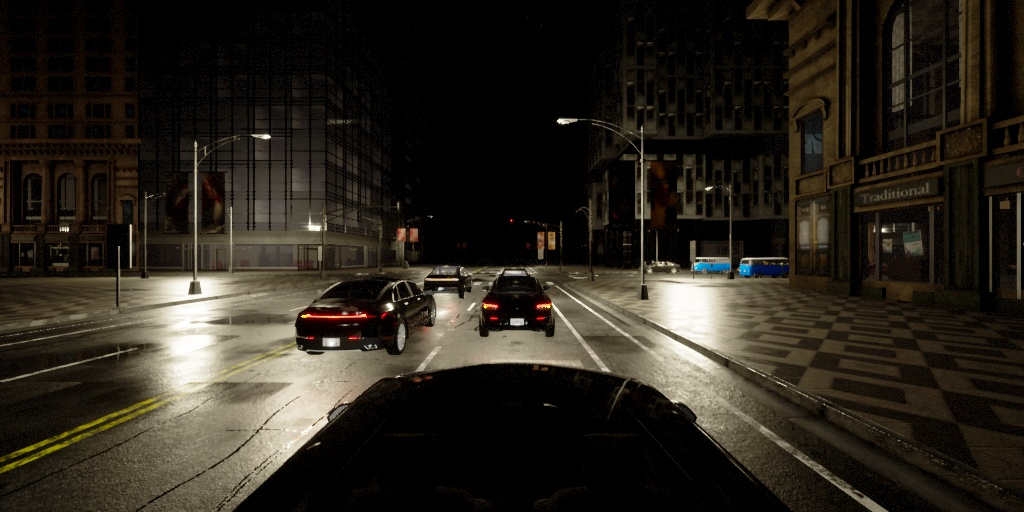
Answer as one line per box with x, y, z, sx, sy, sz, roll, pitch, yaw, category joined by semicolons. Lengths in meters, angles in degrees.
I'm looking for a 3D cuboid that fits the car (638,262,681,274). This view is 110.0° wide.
15.985;1.264;38.898;4.403;1.370;2.007;0;0;0;car

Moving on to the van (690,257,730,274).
21.604;1.043;38.857;3.998;1.789;1.690;0;0;0;van

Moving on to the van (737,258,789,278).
21.544;1.032;30.332;3.998;1.789;1.690;0;0;0;van

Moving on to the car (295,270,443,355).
-3.133;1.255;8.653;1.837;1.490;4.892;0;0;0;car

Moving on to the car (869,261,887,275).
32.781;1.252;30.251;4.207;1.307;1.802;0;0;0;car

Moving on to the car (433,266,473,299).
-3.104;1.242;18.067;2.128;1.511;4.902;0;0;0;car

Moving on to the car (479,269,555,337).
0.124;1.276;10.147;1.812;1.442;4.674;0;0;0;car
